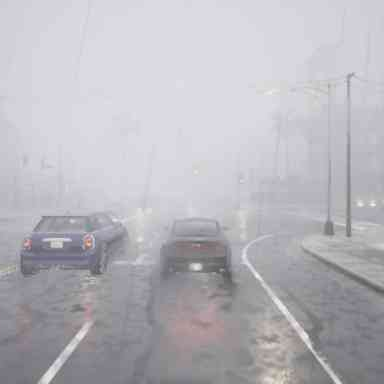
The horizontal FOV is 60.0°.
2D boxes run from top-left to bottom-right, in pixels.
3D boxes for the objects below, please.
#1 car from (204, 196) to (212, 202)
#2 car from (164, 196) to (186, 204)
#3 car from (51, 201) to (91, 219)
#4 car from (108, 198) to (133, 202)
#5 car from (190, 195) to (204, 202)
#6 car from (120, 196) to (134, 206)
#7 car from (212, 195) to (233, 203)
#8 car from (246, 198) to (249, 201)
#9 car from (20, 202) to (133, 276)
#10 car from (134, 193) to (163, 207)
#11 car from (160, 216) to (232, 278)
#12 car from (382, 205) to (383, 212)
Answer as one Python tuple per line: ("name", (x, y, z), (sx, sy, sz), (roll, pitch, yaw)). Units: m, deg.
("car", (5.616, 1.509, 74.879), (2.128, 1.511, 4.902), (0, 0, 43))
("car", (-2.881, 1.587, 62.644), (1.895, 1.301, 4.718), (0, 0, 25))
("car", (-10.578, 1.558, 29.324), (1.994, 1.385, 4.181), (0, 0, 0))
("car", (-7.090, 1.541, 30.335), (2.033, 1.411, 5.357), (0, 0, 0))
("car", (1.542, 1.509, 75.651), (2.128, 1.511, 4.902), (0, 0, 40))
("car", (-9.936, 1.341, 49.797), (2.097, 1.767, 4.553), (0, 0, 7))
("car", (6.882, 1.537, 71.124), (1.994, 1.385, 4.181), (0, 0, 43))
("car", (14.273, 1.523, 73.224), (5.357, 1.411, 2.033), (0, 0, -37))
("car", (-3.407, 1.350, 10.512), (2.097, 1.767, 4.553), (0, 0, 0))
("car", (-6.491, 1.210, 50.117), (2.150, 2.045, 5.566), (0, 0, 9))
("car", (0.126, 1.502, 10.179), (1.837, 1.490, 4.892), (0, 0, 1))
("car", (21.902, 1.344, 33.863), (4.553, 1.767, 2.097), (0, 0, -1))
